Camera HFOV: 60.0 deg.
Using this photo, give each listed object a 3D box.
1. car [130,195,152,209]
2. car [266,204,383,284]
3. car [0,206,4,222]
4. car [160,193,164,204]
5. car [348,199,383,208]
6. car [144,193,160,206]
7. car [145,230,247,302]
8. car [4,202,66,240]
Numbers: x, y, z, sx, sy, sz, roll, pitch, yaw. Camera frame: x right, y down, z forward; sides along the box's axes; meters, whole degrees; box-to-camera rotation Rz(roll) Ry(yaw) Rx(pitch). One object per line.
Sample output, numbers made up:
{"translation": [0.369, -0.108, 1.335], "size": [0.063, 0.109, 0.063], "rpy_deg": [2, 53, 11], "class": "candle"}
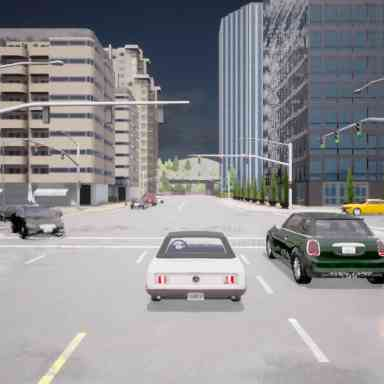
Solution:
{"translation": [-7.023, 1.491, 44.682], "size": [2.128, 1.511, 4.902], "rpy_deg": [0, 0, 0], "class": "car"}
{"translation": [3.598, 1.352, 9.731], "size": [2.097, 1.767, 4.553], "rpy_deg": [0, 0, 0], "class": "car"}
{"translation": [-12.540, 1.498, 25.030], "size": [5.357, 1.411, 2.033], "rpy_deg": [0, 0, -7], "class": "car"}
{"translation": [-6.916, 1.220, 66.240], "size": [2.150, 2.045, 5.566], "rpy_deg": [0, 0, 1], "class": "car"}
{"translation": [16.870, 1.422, 31.605], "size": [5.008, 1.535, 1.882], "rpy_deg": [0, 0, 1], "class": "car"}
{"translation": [-7.000, 1.222, 54.254], "size": [2.150, 2.045, 5.566], "rpy_deg": [0, 0, 0], "class": "car"}
{"translation": [0.089, 1.601, 8.243], "size": [1.895, 1.301, 4.718], "rpy_deg": [0, 0, 0], "class": "car"}
{"translation": [-7.978, 1.492, 17.099], "size": [2.128, 1.511, 4.902], "rpy_deg": [1, 0, -37], "class": "car"}
